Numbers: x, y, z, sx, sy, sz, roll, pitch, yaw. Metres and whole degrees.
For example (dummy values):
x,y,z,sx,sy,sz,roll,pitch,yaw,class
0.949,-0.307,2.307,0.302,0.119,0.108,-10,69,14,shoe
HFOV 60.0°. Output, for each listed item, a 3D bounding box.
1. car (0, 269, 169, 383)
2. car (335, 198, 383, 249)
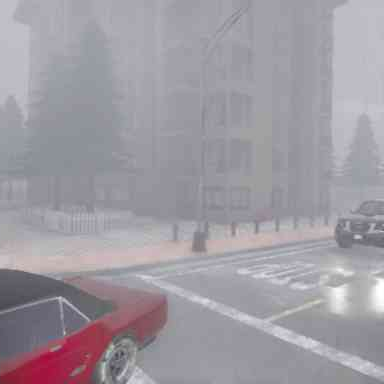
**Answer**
x,y,z,sx,sy,sz,roll,pitch,yaw,class
-2.258,1.553,2.988,1.895,1.301,4.718,1,0,31,car
8.123,1.290,13.744,5.566,2.045,2.150,1,0,-39,car
